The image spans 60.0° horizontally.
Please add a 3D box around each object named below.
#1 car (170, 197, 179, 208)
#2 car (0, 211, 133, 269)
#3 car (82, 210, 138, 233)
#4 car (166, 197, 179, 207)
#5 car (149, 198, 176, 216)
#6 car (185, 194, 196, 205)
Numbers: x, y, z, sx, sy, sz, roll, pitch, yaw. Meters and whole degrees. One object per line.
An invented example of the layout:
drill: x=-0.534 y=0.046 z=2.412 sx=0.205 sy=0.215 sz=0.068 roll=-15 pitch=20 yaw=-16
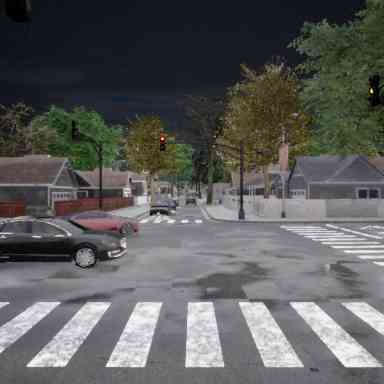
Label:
car: x=-2.999 y=1.594 z=42.803 sx=1.994 sy=1.385 sz=4.181 roll=0 pitch=0 yaw=0
car: x=-4.586 y=1.526 z=10.608 sx=4.892 sy=1.490 sz=1.837 roll=-1 pitch=0 yaw=0
car: x=-4.846 y=1.579 z=16.676 sx=4.181 sy=1.385 sz=1.994 roll=0 pitch=0 yaw=-35
car: x=-3.016 y=1.568 z=53.053 sx=1.812 sy=1.442 sz=4.674 roll=0 pitch=0 yaw=0
car: x=-3.021 y=1.567 z=32.915 sx=2.033 sy=1.411 sz=5.357 roll=0 pitch=0 yaw=0
car: x=-0.174 y=1.557 z=60.023 sx=1.837 sy=1.490 sz=4.892 roll=0 pitch=0 yaw=0
